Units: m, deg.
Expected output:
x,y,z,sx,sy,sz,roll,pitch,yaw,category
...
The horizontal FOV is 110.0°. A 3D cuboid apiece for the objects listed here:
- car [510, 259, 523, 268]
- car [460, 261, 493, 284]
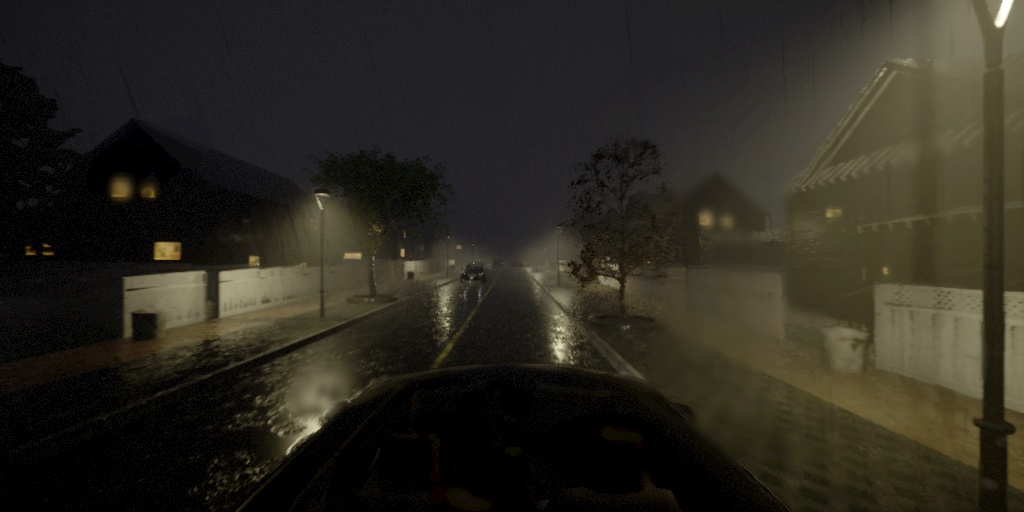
x,y,z,sx,sy,sz,roll,pitch,yaw,category
0.978,1.343,63.036,1.882,1.535,5.008,0,0,0,car
-2.840,1.273,27.764,2.128,1.511,4.902,0,0,0,car
